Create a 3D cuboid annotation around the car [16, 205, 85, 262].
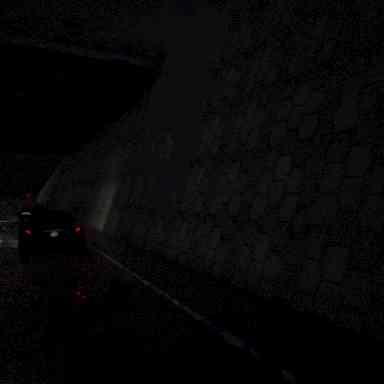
[{"bbox_3d":[-5.642,1.475,13.114,2.097,1.767,4.553,0,0,-28],"label":"car"}]
